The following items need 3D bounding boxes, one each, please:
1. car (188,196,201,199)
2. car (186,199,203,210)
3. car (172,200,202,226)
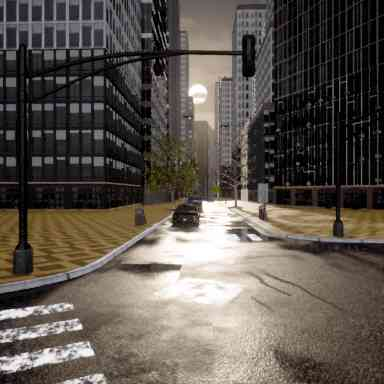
[{"bbox_3d":[0.389,1.554,46.265,2.150,2.045,5.566,0,0,2],"label":"car"},{"bbox_3d":[-0.011,1.777,35.613,1.812,1.442,4.674,0,0,2],"label":"car"},{"bbox_3d":[-0.397,1.654,25.401,1.882,1.535,5.008,0,0,2],"label":"car"}]
